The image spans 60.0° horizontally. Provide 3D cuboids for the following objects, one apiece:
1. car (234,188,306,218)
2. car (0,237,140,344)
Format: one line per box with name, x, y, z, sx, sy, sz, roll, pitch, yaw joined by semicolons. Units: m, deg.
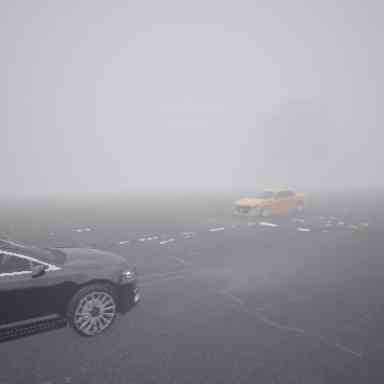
car;4.625;0.558;19.349;5.008;1.535;1.882;-4;5;-38
car;-3.101;1.325;4.552;4.902;1.511;2.128;-2;3;-38
